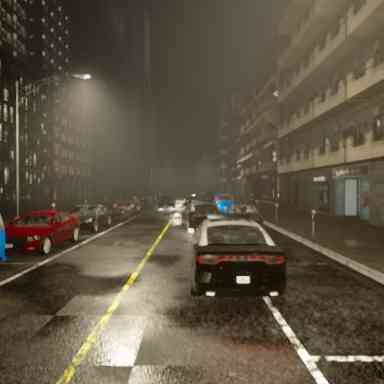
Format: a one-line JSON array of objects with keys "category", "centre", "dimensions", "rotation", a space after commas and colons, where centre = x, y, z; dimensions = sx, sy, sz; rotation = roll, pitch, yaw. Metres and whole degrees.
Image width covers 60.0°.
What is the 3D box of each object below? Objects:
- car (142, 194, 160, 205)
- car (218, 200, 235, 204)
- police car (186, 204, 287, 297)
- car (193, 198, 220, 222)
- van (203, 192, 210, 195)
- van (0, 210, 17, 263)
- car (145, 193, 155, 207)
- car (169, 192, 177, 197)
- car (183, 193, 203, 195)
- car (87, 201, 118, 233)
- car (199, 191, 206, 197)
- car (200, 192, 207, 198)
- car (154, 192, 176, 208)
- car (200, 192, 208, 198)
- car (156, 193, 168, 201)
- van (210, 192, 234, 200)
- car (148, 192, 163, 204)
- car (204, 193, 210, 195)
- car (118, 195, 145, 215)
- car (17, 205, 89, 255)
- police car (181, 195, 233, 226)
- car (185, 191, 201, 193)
[{"category": "car", "centre": [-5.592, 1.052, 45.698], "dimensions": [2.008, 1.369, 4.403], "rotation": [0, 1, 0]}, {"category": "car", "centre": [2.727, 1.345, 18.066], "dimensions": [2.008, 1.369, 4.403], "rotation": [0, 1, 0]}, {"category": "police car", "centre": [0.917, 1.327, 8.508], "dimensions": [1.930, 1.638, 5.238], "rotation": [0, 1, 0]}, {"category": "car", "centre": [0.954, 1.251, 24.400], "dimensions": [1.812, 1.442, 4.674], "rotation": [0, 1, 0]}, {"category": "van", "centre": [2.789, 0.841, 45.675], "dimensions": [1.690, 1.788, 3.998], "rotation": [0, 1, 0]}, {"category": "van", "centre": [-5.679, 1.260, 7.037], "dimensions": [1.690, 1.788, 3.998], "rotation": [0, 1, 0]}, {"category": "car", "centre": [-5.604, 1.109, 40.174], "dimensions": [2.008, 1.369, 4.403], "rotation": [0, 1, 0]}, {"category": "car", "centre": [-5.479, 0.575, 95.402], "dimensions": [1.947, 1.339, 4.313], "rotation": [0, 1, 0]}, {"category": "car", "centre": [0.125, 1.121, 43.834], "dimensions": [1.895, 1.301, 4.718], "rotation": [0, 1, 1]}, {"category": "car", "centre": [-5.654, 1.361, 18.085], "dimensions": [1.947, 1.339, 4.313], "rotation": [0, 1, 0]}, {"category": "car", "centre": [2.901, 0.554, 95.382], "dimensions": [1.887, 1.381, 4.507], "rotation": [0, 1, 0]}, {"category": "car", "centre": [2.876, 0.637, 84.506], "dimensions": [1.752, 1.417, 4.829], "rotation": [0, 1, 0]}, {"category": "car", "centre": [-2.976, 1.106, 40.163], "dimensions": [2.033, 1.411, 5.357], "rotation": [0, 1, 1]}, {"category": "car", "centre": [2.865, 0.689, 78.983], "dimensions": [1.752, 1.417, 4.829], "rotation": [0, 1, 0]}, {"category": "car", "centre": [-5.554, 0.895, 62.265], "dimensions": [1.947, 1.339, 4.313], "rotation": [0, 1, 0]}, {"category": "van", "centre": [2.751, 1.015, 29.109], "dimensions": [1.690, 1.788, 3.998], "rotation": [0, 1, 0]}, {"category": "car", "centre": [-5.579, 0.884, 51.219], "dimensions": [1.967, 1.590, 4.097], "rotation": [0, 1, 0]}, {"category": "car", "centre": [2.777, 1.102, 40.155], "dimensions": [1.887, 1.381, 4.507], "rotation": [0, 1, 0]}, {"category": "car", "centre": [-5.629, 1.115, 29.130], "dimensions": [1.967, 1.590, 4.097], "rotation": [0, 1, 0]}, {"category": "car", "centre": [-5.666, 1.401, 12.562], "dimensions": [1.887, 1.381, 4.507], "rotation": [0, 1, 0]}, {"category": "police car", "centre": [0.503, 1.216, 18.408], "dimensions": [1.930, 1.638, 5.238], "rotation": [0, 1, -8]}, {"category": "car", "centre": [0.128, 0.955, 56.243], "dimensions": [1.994, 1.385, 4.181], "rotation": [0, 1, 0]}]
